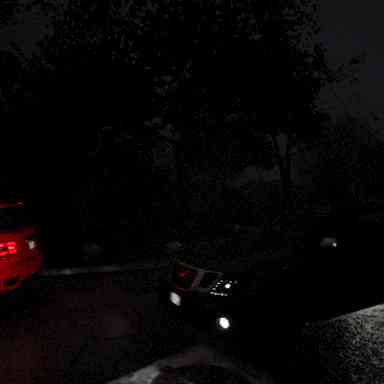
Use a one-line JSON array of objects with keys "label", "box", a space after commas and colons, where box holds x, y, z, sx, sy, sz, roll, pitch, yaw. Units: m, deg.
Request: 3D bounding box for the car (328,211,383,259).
[{"label": "car", "box": [7.719, 1.584, 13.493, 4.892, 1.490, 1.837, 1, -1, -37]}]

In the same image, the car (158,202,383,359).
[{"label": "car", "box": [2.180, 1.234, 6.228, 5.566, 2.045, 2.150, 0, 0, -29]}]

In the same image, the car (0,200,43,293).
[{"label": "car", "box": [-5.822, 1.210, 6.204, 5.566, 2.045, 2.150, -1, 0, -9]}]
